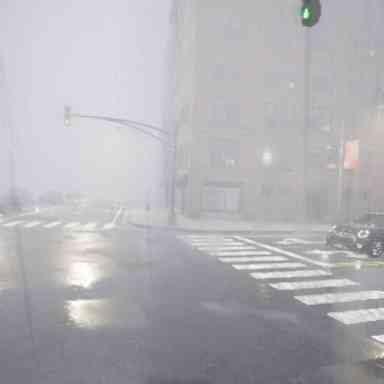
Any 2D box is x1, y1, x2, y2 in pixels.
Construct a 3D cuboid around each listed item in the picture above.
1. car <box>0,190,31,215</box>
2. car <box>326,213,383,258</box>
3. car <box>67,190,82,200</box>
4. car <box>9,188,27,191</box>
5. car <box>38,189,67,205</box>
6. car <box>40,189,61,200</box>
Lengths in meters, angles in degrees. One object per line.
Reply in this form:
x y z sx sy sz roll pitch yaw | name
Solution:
-13.901 0.838 24.454 2.033 1.411 5.357 3 0 -10 | car
7.990 1.656 14.016 4.553 1.767 2.097 3 0 -20 | car
-18.996 0.455 53.535 1.882 1.535 5.008 3 1 -9 | car
-19.319 0.365 36.525 2.097 1.767 4.553 3 0 -10 | car
-16.458 0.612 38.987 1.882 1.535 5.008 3 1 -10 | car
-22.002 0.324 51.870 1.882 1.535 5.008 3 0 -10 | car
